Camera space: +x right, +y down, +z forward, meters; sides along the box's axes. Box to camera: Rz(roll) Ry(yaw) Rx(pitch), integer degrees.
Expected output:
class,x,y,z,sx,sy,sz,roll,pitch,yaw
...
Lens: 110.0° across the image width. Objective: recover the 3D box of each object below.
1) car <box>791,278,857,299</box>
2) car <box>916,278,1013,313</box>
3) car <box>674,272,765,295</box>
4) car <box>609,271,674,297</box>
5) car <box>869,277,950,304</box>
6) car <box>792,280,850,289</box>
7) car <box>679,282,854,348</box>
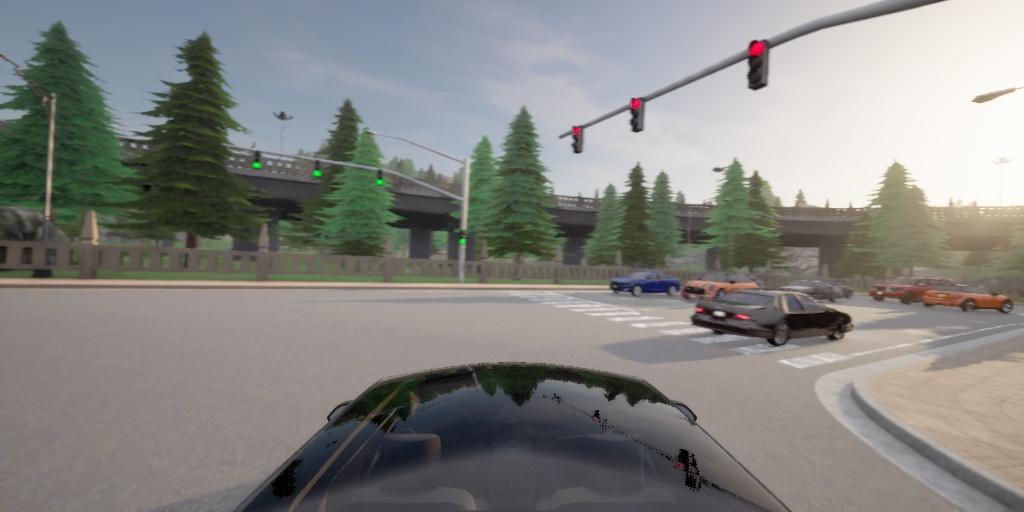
class,x,y,z,sx,sy,sz,roll,pitch,yaw
car,26.189,2.726,30.154,4.181,1.385,1.994,3,0,-11
car,30.123,2.699,23.700,4.553,1.767,2.097,3,0,-9
car,11.938,1.739,20.594,4.553,1.767,2.097,3,0,-27
car,8.430,1.688,22.722,5.008,1.535,1.882,3,0,-27
car,30.666,2.608,27.397,5.566,2.045,2.150,3,0,-5
car,20.541,2.397,24.839,5.357,1.411,2.033,3,0,-23
car,7.662,1.679,10.485,5.357,1.411,2.033,3,0,-26
